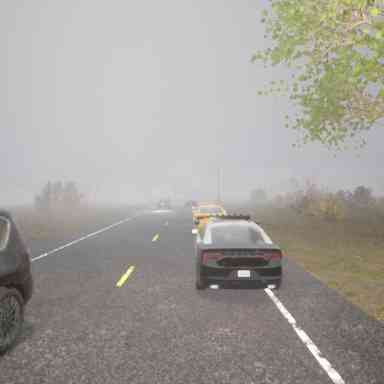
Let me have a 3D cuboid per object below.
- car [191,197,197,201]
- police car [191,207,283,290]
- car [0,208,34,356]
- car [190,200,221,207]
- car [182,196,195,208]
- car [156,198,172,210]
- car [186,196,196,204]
[{"bbox_3d":[0.994,1.459,25.305,1.801,1.575,5.366,0,0,0],"label":"car"},{"bbox_3d":[1.030,1.427,9.222,1.930,1.638,5.238,0,0,0],"label":"police car"},{"bbox_3d":[-3.606,1.222,3.096,2.150,2.045,5.566,0,0,0],"label":"car"},{"bbox_3d":[1.008,1.481,19.114,1.882,1.535,5.008,0,0,0],"label":"car"},{"bbox_3d":[-0.069,1.530,47.654,1.812,1.442,4.674,0,0,1],"label":"car"},{"bbox_3d":[-3.694,1.495,44.124,2.128,1.511,4.902,0,0,0],"label":"car"},{"bbox_3d":[-0.139,1.510,63.322,1.837,1.490,4.892,0,0,0],"label":"car"}]
